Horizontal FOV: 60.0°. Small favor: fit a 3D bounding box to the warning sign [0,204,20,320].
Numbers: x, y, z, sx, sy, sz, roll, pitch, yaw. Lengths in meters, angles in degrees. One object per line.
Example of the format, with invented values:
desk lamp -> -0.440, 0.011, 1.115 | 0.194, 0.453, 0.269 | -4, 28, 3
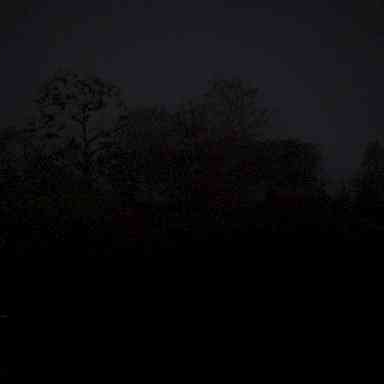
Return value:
warning sign -> -3.738, 1.150, 5.439 | 1.060, 1.860, 1.300 | 0, 0, 35
